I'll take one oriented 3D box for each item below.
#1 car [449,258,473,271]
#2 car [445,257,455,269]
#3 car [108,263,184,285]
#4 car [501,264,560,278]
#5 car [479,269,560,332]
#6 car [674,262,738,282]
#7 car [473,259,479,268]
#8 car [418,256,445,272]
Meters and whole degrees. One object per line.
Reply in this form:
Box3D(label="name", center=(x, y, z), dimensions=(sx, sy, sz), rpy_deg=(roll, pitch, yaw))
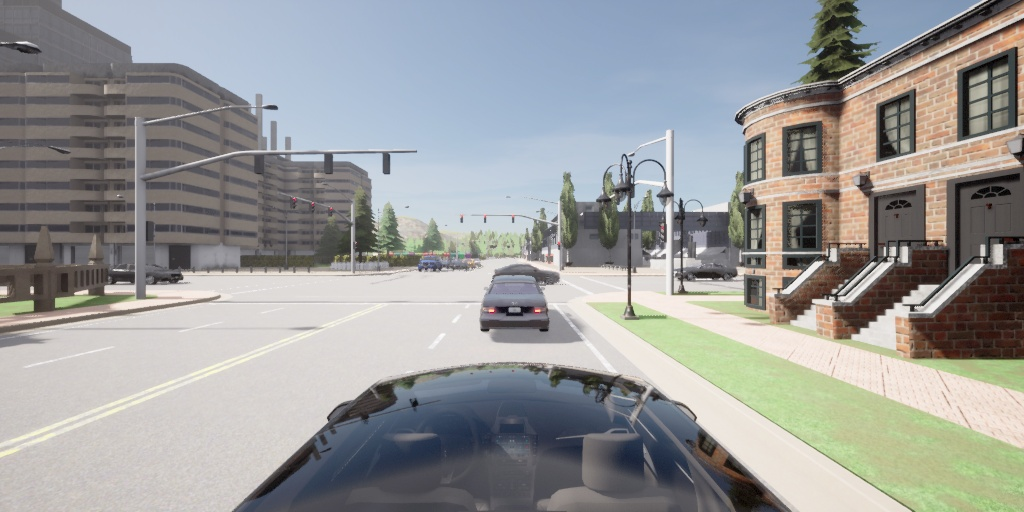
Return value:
Box3D(label="car", center=(-7.135, 1.314, 50.272), dimensions=(1.994, 1.385, 4.181), rpy_deg=(0, 0, 0))
Box3D(label="car", center=(-10.651, 1.297, 57.188), dimensions=(2.033, 1.411, 5.357), rpy_deg=(0, 0, 0))
Box3D(label="car", center=(-26.186, 1.255, 25.388), dimensions=(4.892, 1.490, 1.837), rpy_deg=(0, 0, 0))
Box3D(label="car", center=(1.011, 1.275, 25.004), dimensions=(4.674, 1.442, 1.812), rpy_deg=(0, 0, 1))
Box3D(label="car", center=(0.072, 1.297, 10.846), dimensions=(2.033, 1.411, 5.357), rpy_deg=(0, 0, 0))
Box3D(label="car", center=(15.424, 1.241, 28.809), dimensions=(4.902, 1.511, 2.128), rpy_deg=(0, 0, -1))
Box3D(label="car", center=(-7.139, 1.227, 59.361), dimensions=(1.882, 1.535, 5.008), rpy_deg=(0, 0, 0))
Box3D(label="car", center=(-10.640, 0.971, 46.874), dimensions=(2.150, 2.045, 5.566), rpy_deg=(0, 0, 0))
